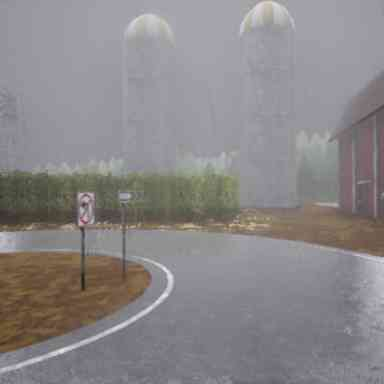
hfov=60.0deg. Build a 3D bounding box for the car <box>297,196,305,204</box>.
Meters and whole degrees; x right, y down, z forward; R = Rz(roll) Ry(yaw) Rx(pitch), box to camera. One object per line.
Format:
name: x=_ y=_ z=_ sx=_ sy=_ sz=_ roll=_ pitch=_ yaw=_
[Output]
car: x=19.147 y=1.478 z=60.307 sx=1.994 sy=1.381 sz=4.181 roll=0 pitch=0 yaw=10
